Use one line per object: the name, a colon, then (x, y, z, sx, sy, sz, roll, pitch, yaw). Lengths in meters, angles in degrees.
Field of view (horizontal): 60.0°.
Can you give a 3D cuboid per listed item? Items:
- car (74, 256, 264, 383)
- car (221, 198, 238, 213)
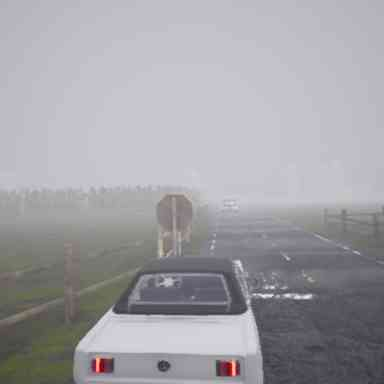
car: (-0.001, 1.705, 5.413, 1.895, 1.301, 4.718, -2, -1, 6)
car: (5.342, 1.840, 47.577, 2.150, 2.045, 5.566, -2, -1, 5)
